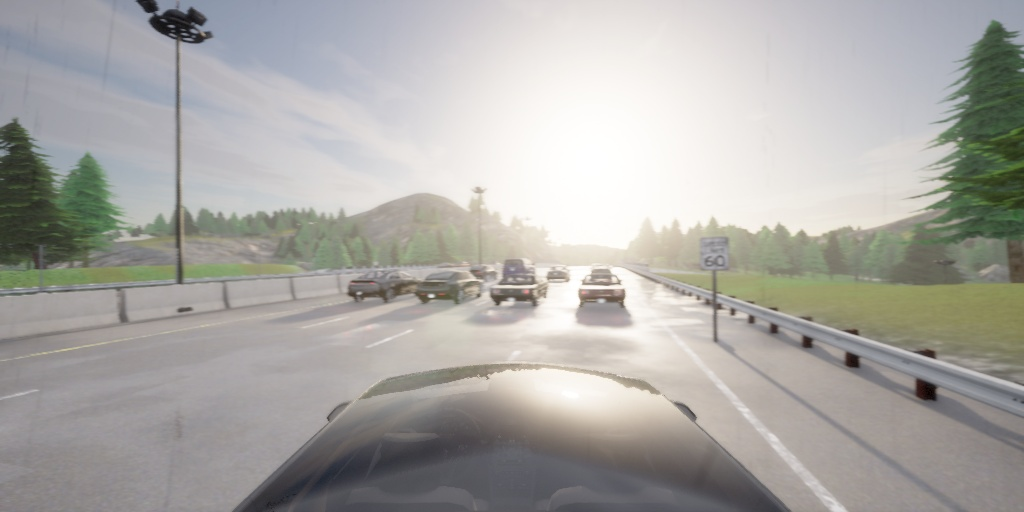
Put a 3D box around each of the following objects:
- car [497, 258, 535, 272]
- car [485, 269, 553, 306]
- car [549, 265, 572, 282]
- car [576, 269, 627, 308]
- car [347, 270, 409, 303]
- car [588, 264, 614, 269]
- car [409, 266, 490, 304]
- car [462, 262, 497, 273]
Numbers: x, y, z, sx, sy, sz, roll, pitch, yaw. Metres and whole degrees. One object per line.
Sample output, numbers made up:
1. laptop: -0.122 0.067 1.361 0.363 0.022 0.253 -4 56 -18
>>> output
1. car: 0.683 1.214 31.864 2.150 2.045 5.566 -1 0 14
2. car: 0.508 1.470 16.540 1.895 1.301 4.718 -1 0 14
3. car: 4.077 1.490 30.989 2.033 1.411 5.357 -1 0 14
4. car: 3.906 1.412 15.700 1.895 1.301 4.718 -1 0 14
5. car: -6.241 1.475 18.400 2.128 1.511 4.902 -1 0 14
6. car: 7.550 1.381 30.448 2.128 1.511 4.902 -1 0 14
7. car: -2.838 1.435 17.578 1.837 1.490 4.892 -1 0 14
8. car: -2.644 1.562 32.959 1.837 1.490 4.892 -1 0 14
